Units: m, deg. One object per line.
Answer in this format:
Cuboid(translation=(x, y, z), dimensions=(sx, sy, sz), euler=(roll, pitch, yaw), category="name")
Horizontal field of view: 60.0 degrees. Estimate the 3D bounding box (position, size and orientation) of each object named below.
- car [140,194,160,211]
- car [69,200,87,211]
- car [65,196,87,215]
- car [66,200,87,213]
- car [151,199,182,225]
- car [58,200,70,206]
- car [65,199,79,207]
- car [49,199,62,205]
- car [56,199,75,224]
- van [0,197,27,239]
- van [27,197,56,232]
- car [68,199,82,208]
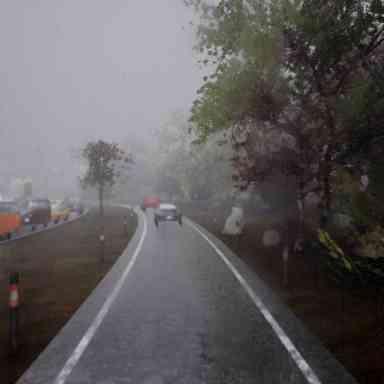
Cuboid(translation=(-5.150, 1.239, 40.936), dimensions=(2.150, 2.045, 5.566), euler=(0, -1, -14), category="car")
Cuboid(translation=(-16.240, 1.902, 47.747), dimensions=(2.231, 1.521, 4.892), euler=(2, -2, -17), category="car")
Cuboid(translation=(-13.155, 1.483, 36.969), dimensions=(2.435, 2.045, 5.566), euler=(2, -2, -14), category="car")
Cuboid(translation=(-14.610, 1.817, 42.399), dimensions=(2.231, 1.521, 4.892), euler=(2, -2, -16), category="car")
Cuboid(translation=(-1.779, 1.470, 23.626), dimensions=(1.812, 1.442, 4.674), euler=(0, 0, -8), category="car")
Cuboid(translation=(-30.449, 2.546, 78.906), dimensions=(2.002, 1.452, 4.674), euler=(0, -1, -30), category="car")
Cuboid(translation=(-24.730, 2.274, 68.427), dimensions=(2.231, 1.521, 4.892), euler=(-1, -1, -26), category="car")
Cuboid(translation=(-36.084, 2.680, 87.807), dimensions=(2.097, 1.535, 5.008), euler=(-2, 0, -32), category="car")
Cuboid(translation=(-10.868, 1.593, 25.861), dimensions=(1.946, 1.575, 5.366), euler=(2, -1, -8), category="car")
Cuboid(translation=(-9.419, 1.281, 14.848), dimensions=(1.878, 1.987, 4.442), euler=(2, -1, -5), category="van")
Cuboid(translation=(-10.035, 1.321, 20.409), dimensions=(1.878, 1.987, 4.442), euler=(2, -1, -10), category="van")
Cuboid(translation=(-22.048, 2.157, 62.697), dimensions=(2.097, 1.535, 5.008), euler=(-1, -1, -24), category="car")
